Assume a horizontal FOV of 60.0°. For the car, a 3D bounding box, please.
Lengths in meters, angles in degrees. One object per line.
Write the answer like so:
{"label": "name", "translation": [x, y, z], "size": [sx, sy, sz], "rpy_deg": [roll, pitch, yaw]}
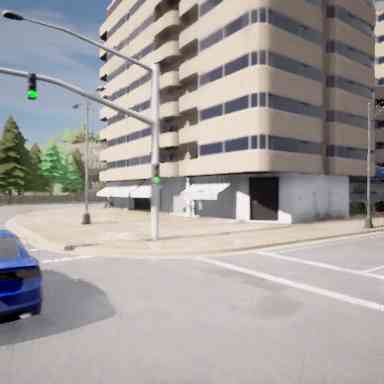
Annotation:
{"label": "car", "translation": [-4.403, 1.477, 6.748], "size": [1.882, 1.535, 5.008], "rpy_deg": [0, 0, -35]}
